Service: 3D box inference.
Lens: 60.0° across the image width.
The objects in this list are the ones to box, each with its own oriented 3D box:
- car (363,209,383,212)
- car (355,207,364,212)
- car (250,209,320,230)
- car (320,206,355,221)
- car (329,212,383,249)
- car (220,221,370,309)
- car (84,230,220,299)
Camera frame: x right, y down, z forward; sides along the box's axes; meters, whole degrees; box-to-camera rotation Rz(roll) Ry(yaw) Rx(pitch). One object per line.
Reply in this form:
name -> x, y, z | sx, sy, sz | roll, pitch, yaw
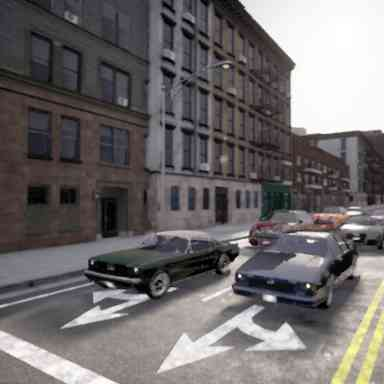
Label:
car -> 14.256, 2.021, 24.674 | 1.812, 1.442, 4.674 | -1, -1, 35
car -> 16.419, 2.220, 33.378 | 2.033, 1.411, 5.357 | -1, -1, 36
car -> 4.560, 1.691, 16.505 | 2.097, 1.767, 4.553 | -1, -1, 35
car -> 10.400, 1.858, 24.844 | 2.097, 1.767, 4.553 | -1, -1, 35
car -> 8.386, 1.893, 16.310 | 1.994, 1.385, 4.181 | -1, -1, 35
car -> 3.024, 1.720, 8.642 | 2.033, 1.411, 5.357 | -1, -1, 35
car -> -0.541, 1.791, 9.221 | 1.895, 1.301, 4.718 | -1, -2, 35
